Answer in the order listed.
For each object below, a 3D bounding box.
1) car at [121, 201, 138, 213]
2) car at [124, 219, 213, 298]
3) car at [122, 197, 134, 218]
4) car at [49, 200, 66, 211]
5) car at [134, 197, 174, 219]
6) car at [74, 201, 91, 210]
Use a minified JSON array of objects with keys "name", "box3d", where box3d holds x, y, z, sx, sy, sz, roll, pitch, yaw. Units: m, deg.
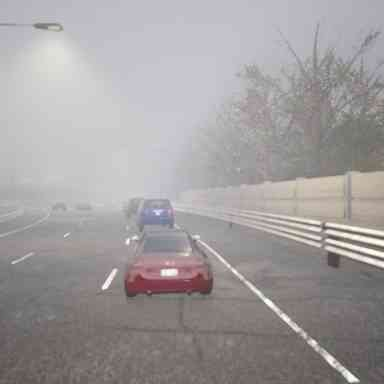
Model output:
[{"name":"car","box3d":[-8.535,1.999,45.386,2.033,1.411,5.357,0,-1,-13]},{"name":"car","box3d":[-0.667,1.651,8.849,1.994,1.385,4.181,0,-1,-6]},{"name":"car","box3d":[-5.637,1.563,34.001,2.150,2.045,5.566,0,0,-15]},{"name":"car","box3d":[-19.996,2.013,49.611,1.837,1.490,4.892,0,0,-28]},{"name":"car","box3d":[-2.552,1.436,22.305,2.150,2.045,5.566,0,-1,-12]},{"name":"car","box3d":[-16.861,2.083,51.154,1.994,1.385,4.181,0,-1,-28]}]
